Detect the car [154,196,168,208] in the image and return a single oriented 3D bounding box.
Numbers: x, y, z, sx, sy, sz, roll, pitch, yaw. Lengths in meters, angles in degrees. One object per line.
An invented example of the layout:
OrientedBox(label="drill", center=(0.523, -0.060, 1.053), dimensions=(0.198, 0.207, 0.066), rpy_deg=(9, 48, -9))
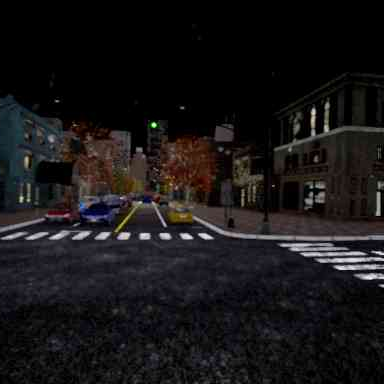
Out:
OrientedBox(label="car", center=(-4.512, 1.786, 52.424), dimensions=(2.008, 1.369, 4.403), rpy_deg=(1, 0, -8))

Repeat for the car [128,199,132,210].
OrientedBox(label="car", center=(-8.913, 1.634, 41.602), dimensions=(1.994, 1.385, 4.181), rpy_deg=(1, 0, -8))

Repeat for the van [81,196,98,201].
OrientedBox(label="van", center=(-10.639, 1.330, 34.834), dimensions=(1.690, 1.788, 3.998), rpy_deg=(1, 0, -8))

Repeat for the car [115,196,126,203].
OrientedBox(label="car", center=(-15.721, 1.690, 73.323), dimensions=(1.947, 1.339, 4.313), rpy_deg=(1, 0, -8))

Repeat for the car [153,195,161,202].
OrientedBox(label="car", center=(-9.587, 1.684, 90.915), dimensions=(2.192, 1.841, 5.009), rpy_deg=(1, 0, -8))

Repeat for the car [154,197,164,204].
OrientedBox(label="car", center=(-7.413, 1.857, 74.419), dimensions=(1.887, 1.381, 4.507), rpy_deg=(1, 0, -8))

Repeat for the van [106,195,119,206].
OrientedBox(label="van", center=(-13.541, 1.408, 56.828), dimensions=(1.690, 1.788, 3.998), rpy_deg=(1, 0, -8))

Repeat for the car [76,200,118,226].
OrientedBox(label="car", center=(-6.540, 1.531, 23.434), dimensions=(1.812, 1.442, 4.674), rpy_deg=(1, 0, -7))

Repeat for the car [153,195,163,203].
OrientedBox(label="car", center=(-8.136, 1.646, 79.918), dimensions=(2.192, 1.841, 5.009), rpy_deg=(1, 0, -8))

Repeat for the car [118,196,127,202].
OrientedBox(label="car", center=(-16.446, 1.688, 78.822), dimensions=(1.887, 1.381, 4.507), rpy_deg=(1, 0, -8))

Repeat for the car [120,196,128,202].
OrientedBox(label="car", center=(-17.172, 1.744, 84.320), dimensions=(1.802, 1.307, 4.206), rpy_deg=(1, 0, -8))

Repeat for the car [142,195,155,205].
OrientedBox(label="car", center=(-8.769, 1.698, 64.672), dimensions=(1.882, 1.535, 5.008), rpy_deg=(1, 0, -8))

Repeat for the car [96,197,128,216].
OrientedBox(label="car", center=(-7.725, 1.530, 32.556), dimensions=(2.128, 1.511, 4.902), rpy_deg=(1, 0, -8))

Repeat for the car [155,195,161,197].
OrientedBox(label="car", center=(-6.688, 1.859, 68.920), dimensions=(1.947, 1.339, 4.313), rpy_deg=(1, 0, -8))

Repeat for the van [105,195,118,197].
OrientedBox(label="van", center=(-12.816, 1.388, 51.330), dimensions=(1.690, 1.788, 3.998), rpy_deg=(1, 0, -8))

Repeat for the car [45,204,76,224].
OrientedBox(label="car", center=(-9.191, 1.532, 23.835), dimensions=(1.802, 1.307, 4.206), rpy_deg=(1, 0, -8))

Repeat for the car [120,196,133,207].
OrientedBox(label="car", center=(-10.207, 1.707, 51.629), dimensions=(1.895, 1.301, 4.718), rpy_deg=(1, 0, -7))

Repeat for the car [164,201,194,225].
OrientedBox(label="car", center=(-0.907, 1.664, 25.100), dimensions=(1.752, 1.417, 4.829), rpy_deg=(1, 0, -8))
